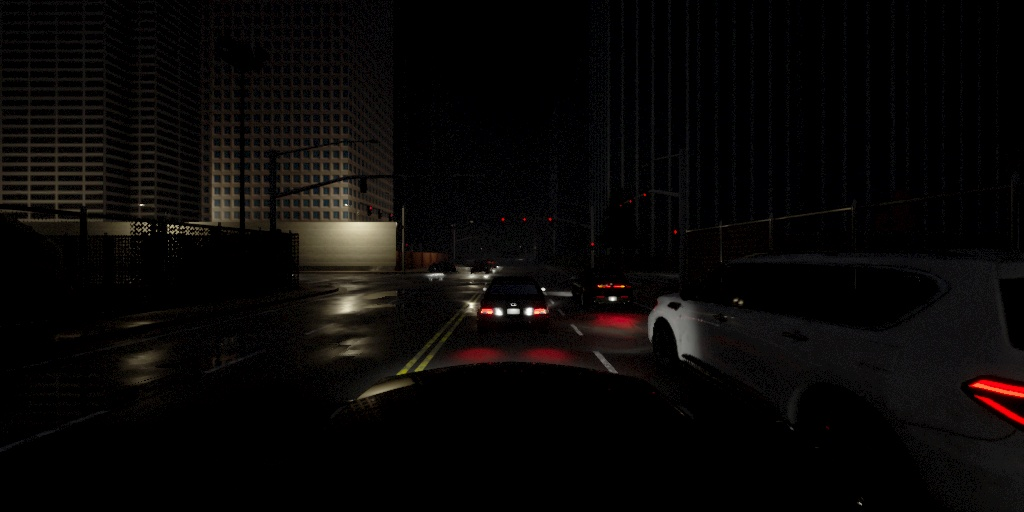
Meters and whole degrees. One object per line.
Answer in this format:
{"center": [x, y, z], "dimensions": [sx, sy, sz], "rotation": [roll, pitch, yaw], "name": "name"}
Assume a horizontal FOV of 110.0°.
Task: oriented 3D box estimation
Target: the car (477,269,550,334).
{"center": [0.055, 1.297, 10.600], "dimensions": [2.033, 1.411, 5.357], "rotation": [0, 0, 1], "name": "car"}

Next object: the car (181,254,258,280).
{"center": [-24.083, 0.910, 29.768], "dimensions": [5.566, 2.045, 2.150], "rotation": [1, 0, 0], "name": "car"}

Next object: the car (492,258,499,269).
{"center": [-3.593, 1.101, 56.383], "dimensions": [2.097, 1.767, 4.553], "rotation": [0, 0, 0], "name": "car"}

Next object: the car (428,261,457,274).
{"center": [-7.998, 1.300, 41.490], "dimensions": [1.994, 1.385, 4.181], "rotation": [0, -1, 15], "name": "car"}

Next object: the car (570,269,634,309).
{"center": [3.636, 1.255, 15.026], "dimensions": [1.837, 1.490, 4.892], "rotation": [0, 0, 2], "name": "car"}

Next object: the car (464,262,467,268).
{"center": [-7.074, 1.297, 62.696], "dimensions": [2.033, 1.411, 5.357], "rotation": [0, 0, 0], "name": "car"}

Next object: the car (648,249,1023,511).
{"center": [3.600, 0.970, 4.297], "dimensions": [2.150, 2.045, 5.566], "rotation": [0, 0, 0], "name": "car"}

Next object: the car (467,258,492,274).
{"center": [-3.602, 1.215, 40.738], "dimensions": [1.882, 1.535, 5.008], "rotation": [0, -1, 0], "name": "car"}

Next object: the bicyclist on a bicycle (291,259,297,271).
{"center": [-25.578, 0.995, 41.753], "dimensions": [0.582, 1.620, 1.656], "rotation": [0, 0, 0], "name": "bicyclist on a bicycle"}

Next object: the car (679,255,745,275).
{"center": [20.437, 0.915, 36.877], "dimensions": [5.566, 2.045, 2.150], "rotation": [0, 0, 0], "name": "car"}
